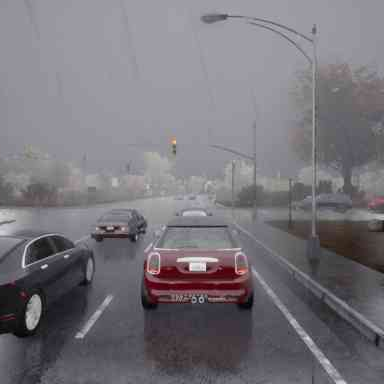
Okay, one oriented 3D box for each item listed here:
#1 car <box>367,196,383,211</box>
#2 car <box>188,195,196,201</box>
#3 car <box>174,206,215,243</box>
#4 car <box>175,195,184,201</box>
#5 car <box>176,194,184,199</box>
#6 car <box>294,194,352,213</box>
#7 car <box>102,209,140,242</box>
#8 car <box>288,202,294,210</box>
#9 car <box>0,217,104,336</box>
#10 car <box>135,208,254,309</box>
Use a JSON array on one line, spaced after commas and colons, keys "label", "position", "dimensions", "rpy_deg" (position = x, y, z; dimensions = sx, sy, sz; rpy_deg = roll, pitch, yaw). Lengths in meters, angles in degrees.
[{"label": "car", "position": [23.854, 1.211, 39.372], "dimensions": [5.566, 2.045, 2.150], "rpy_deg": [0, 0, 3]}, {"label": "car", "position": [0.074, 1.500, 84.967], "dimensions": [1.837, 1.490, 4.892], "rpy_deg": [0, 0, 0]}, {"label": "car", "position": [0.114, 1.526, 17.089], "dimensions": [1.812, 1.442, 4.674], "rpy_deg": [0, 0, 0]}, {"label": "car", "position": [-3.424, 1.544, 85.290], "dimensions": [1.994, 1.385, 4.181], "rpy_deg": [0, 0, 0]}, {"label": "car", "position": [-3.376, 1.402, 95.317], "dimensions": [1.994, 1.385, 4.181], "rpy_deg": [0, 0, 1]}, {"label": "car", "position": [14.496, 1.221, 36.377], "dimensions": [5.566, 2.045, 2.150], "rpy_deg": [0, 0, 3]}, {"label": "car", "position": [-3.388, 1.547, 16.294], "dimensions": [2.033, 1.411, 5.357], "rpy_deg": [0, 0, 0]}, {"label": "car", "position": [14.020, 1.504, 39.913], "dimensions": [4.892, 1.490, 1.837], "rpy_deg": [0, 0, 3]}, {"label": "car", "position": [-3.393, 1.505, 6.636], "dimensions": [1.837, 1.490, 4.892], "rpy_deg": [0, 0, 0]}, {"label": "car", "position": [0.106, 1.352, 8.049], "dimensions": [2.097, 1.767, 4.553], "rpy_deg": [0, 0, 0]}]
